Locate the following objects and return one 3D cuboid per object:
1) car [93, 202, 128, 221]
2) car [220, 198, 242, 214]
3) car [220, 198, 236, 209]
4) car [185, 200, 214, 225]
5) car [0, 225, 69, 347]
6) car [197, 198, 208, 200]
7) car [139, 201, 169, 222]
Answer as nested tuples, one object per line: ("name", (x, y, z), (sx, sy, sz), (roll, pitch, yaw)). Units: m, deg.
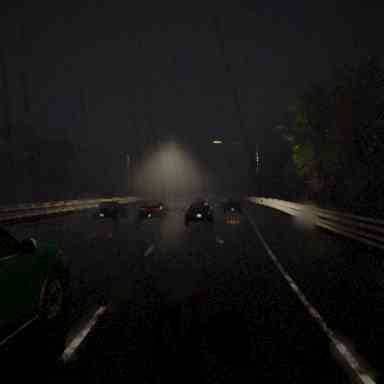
("car", (-6.400, 1.484, 26.211), (1.812, 1.442, 4.674), (0, 0, 2))
("car", (4.190, 1.461, 35.046), (1.837, 1.490, 4.892), (0, 0, 5))
("car", (4.959, 1.511, 46.052), (1.994, 1.385, 4.181), (0, 0, 3))
("car", (0.534, 1.528, 24.025), (1.994, 1.385, 4.181), (0, 0, 2))
("car", (-3.371, 1.214, 3.817), (2.150, 2.045, 5.566), (0, 0, 0))
("car", (1.303, 1.495, 41.856), (2.033, 1.411, 5.357), (0, 0, 3))
("car", (-2.907, 1.452, 25.930), (2.128, 1.511, 4.902), (0, 0, 2))
